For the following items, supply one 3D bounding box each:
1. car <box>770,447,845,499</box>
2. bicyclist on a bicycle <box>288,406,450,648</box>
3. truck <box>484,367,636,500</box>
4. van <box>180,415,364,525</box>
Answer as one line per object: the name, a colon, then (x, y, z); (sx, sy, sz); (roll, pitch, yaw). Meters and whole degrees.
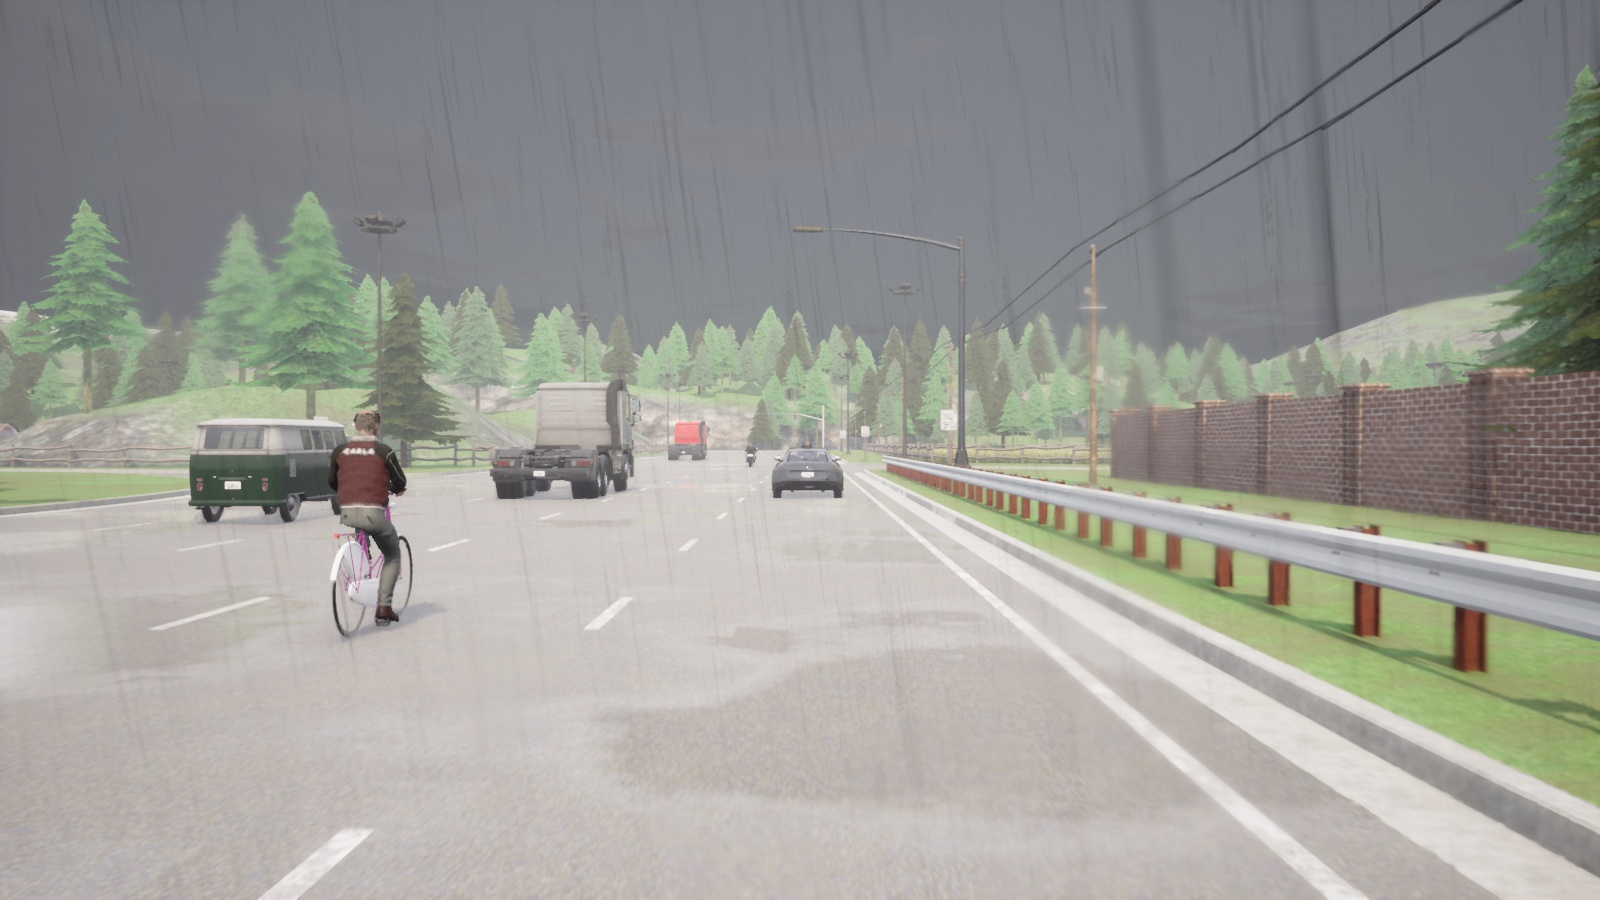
car: (0.216, 0.609, 35.637); (1.994, 1.385, 4.181); (0, 0, 0)
bicyclist on a bicycle: (-3.428, 0.557, 10.157); (0.659, 1.776, 1.843); (0, 1, 0)
truck: (-6.778, -0.448, 36.709); (2.891, 3.462, 7.936); (0, 0, 0)
van: (-10.344, 0.350, 24.976); (1.775, 1.987, 4.442); (0, 0, 0)
